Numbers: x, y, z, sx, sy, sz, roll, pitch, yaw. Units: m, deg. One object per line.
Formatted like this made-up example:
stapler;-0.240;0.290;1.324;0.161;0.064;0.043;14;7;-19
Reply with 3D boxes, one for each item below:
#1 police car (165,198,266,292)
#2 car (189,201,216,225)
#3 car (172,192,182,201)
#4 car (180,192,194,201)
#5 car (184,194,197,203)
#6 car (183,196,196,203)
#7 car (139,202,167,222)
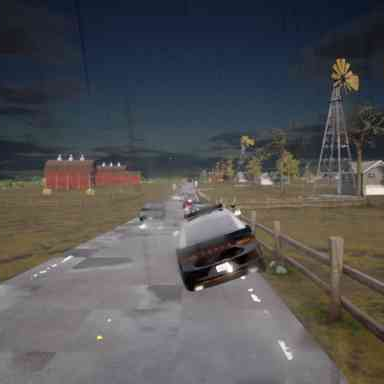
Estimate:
police car;0.529;1.199;9.227;1.930;1.638;5.238;-18;3;0
car;0.714;1.471;25.149;1.837;1.490;4.892;0;0;0
car;-3.057;1.190;67.464;1.895;1.301;4.718;0;1;0
car;-0.195;1.237;47.063;2.097;1.767;4.553;0;0;0
car;-0.269;1.209;60.581;2.128;1.511;4.902;0;1;0
car;0.667;1.308;19.108;2.097;1.767;4.553;-1;0;0
car;-2.965;1.510;26.411;2.033;1.411;5.357;0;0;0
